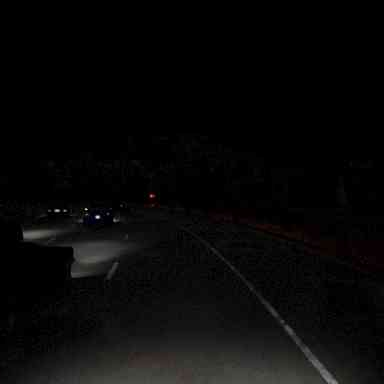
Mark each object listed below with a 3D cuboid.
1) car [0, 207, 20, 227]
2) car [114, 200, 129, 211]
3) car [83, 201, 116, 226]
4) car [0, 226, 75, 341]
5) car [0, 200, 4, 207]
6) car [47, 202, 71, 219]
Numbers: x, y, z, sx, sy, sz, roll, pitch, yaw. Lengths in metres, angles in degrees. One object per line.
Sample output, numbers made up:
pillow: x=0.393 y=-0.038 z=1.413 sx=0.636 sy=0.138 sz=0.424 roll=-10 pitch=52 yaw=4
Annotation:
car: x=-7.994 y=1.529 z=12.386 sx=2.128 sy=1.511 sz=4.902 roll=0 pitch=0 yaw=-8
car: x=-9.268 y=1.672 z=41.885 sx=1.994 sy=1.385 sz=4.181 roll=0 pitch=0 yaw=-23
car: x=-6.691 y=1.617 z=23.822 sx=1.994 sy=1.385 sz=4.181 roll=0 pitch=0 yaw=-14
car: x=-3.795 y=1.616 z=6.427 sx=1.895 sy=1.301 sz=4.718 roll=0 pitch=0 yaw=-4
car: x=-26.549 y=1.738 z=44.795 sx=1.837 sy=1.490 sz=4.892 roll=0 pitch=-1 yaw=-30
car: x=-12.159 y=1.641 z=30.389 sx=2.033 sy=1.411 sz=5.357 roll=0 pitch=0 yaw=-19
